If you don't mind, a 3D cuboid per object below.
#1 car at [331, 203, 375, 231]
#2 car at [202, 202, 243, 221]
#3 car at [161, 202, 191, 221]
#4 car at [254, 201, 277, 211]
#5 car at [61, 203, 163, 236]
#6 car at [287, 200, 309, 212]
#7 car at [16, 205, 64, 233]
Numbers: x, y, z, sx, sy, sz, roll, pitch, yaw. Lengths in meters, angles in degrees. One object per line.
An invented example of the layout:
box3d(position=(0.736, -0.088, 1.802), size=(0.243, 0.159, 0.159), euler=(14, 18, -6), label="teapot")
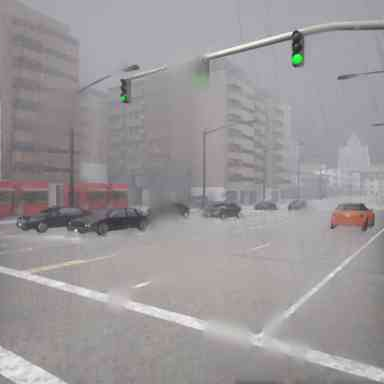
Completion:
box3d(position=(10.828, 1.512, 22.266), size=(2.097, 1.767, 4.553), euler=(0, -1, 35), label="car")
box3d(position=(2.773, 1.655, 29.254), size=(1.837, 1.490, 4.892), euler=(0, -1, 35), label="car")
box3d(position=(-2.013, 1.606, 28.493), size=(1.837, 1.490, 4.892), euler=(0, 0, 35), label="car")
box3d(position=(10.250, 1.927, 46.061), size=(1.994, 1.385, 4.181), euler=(0, -1, 35), label="car")
box3d(position=(-4.347, 1.573, 18.990), size=(2.033, 1.411, 5.357), euler=(0, 0, 35), label="car")
box3d(position=(14.862, 1.918, 46.521), size=(1.837, 1.490, 4.892), euler=(0, -1, 35), label="car")
box3d(position=(-7.980, 1.530, 19.913), size=(1.812, 1.442, 4.674), euler=(0, 0, 35), label="car")
